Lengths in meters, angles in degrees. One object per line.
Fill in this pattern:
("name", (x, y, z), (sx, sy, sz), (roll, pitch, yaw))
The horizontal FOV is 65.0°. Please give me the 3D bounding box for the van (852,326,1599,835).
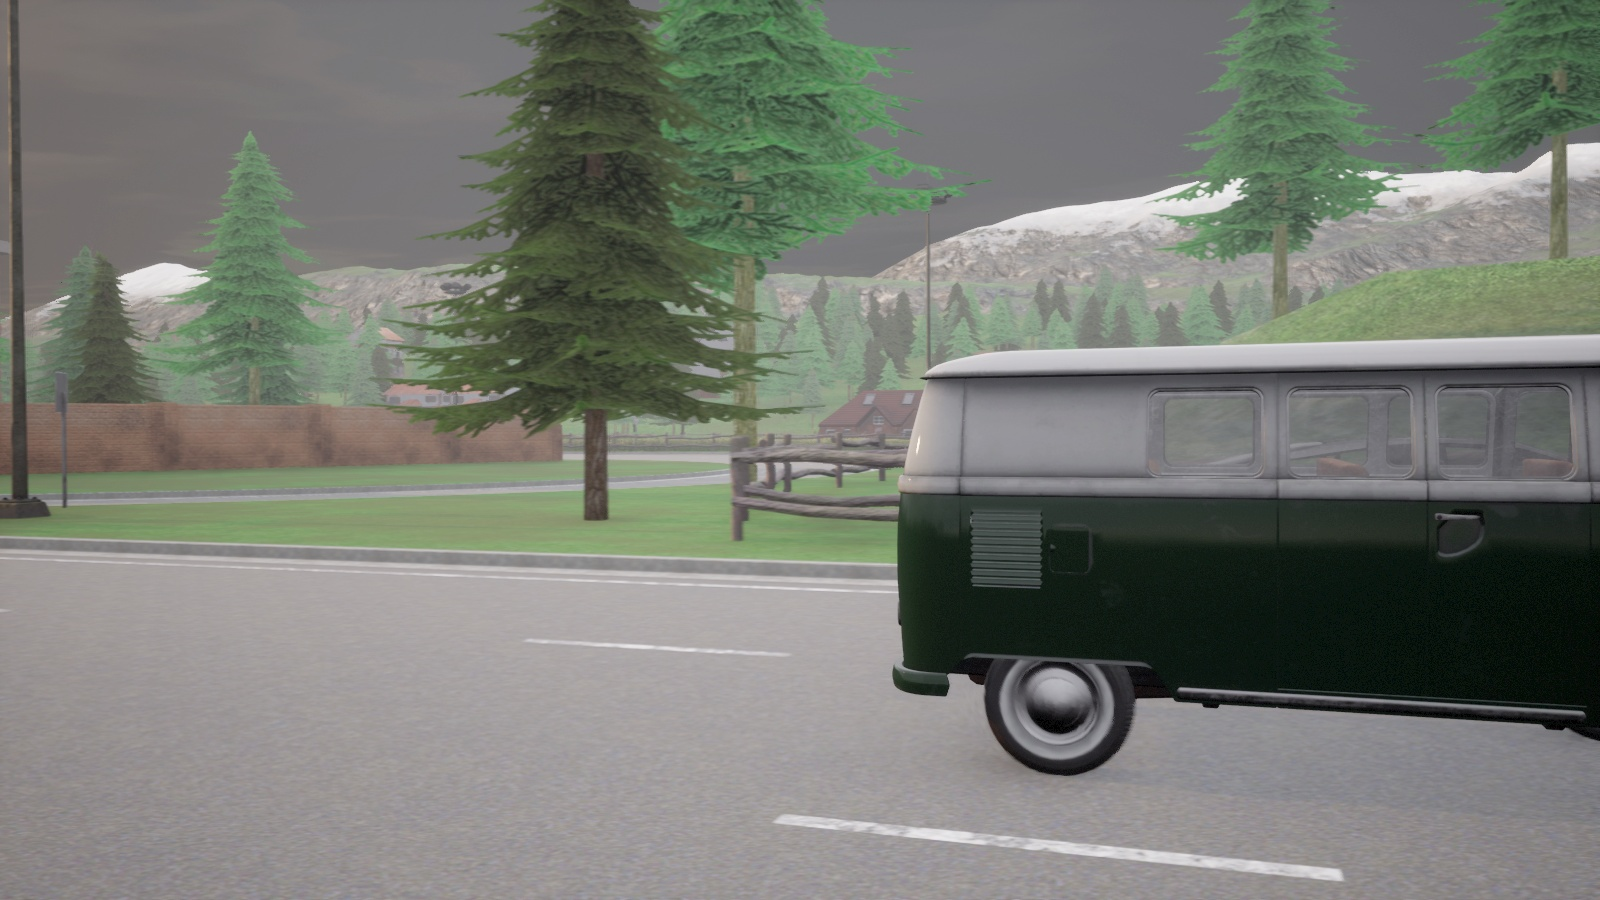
("van", (2.636, 0.493, 5.995), (4.442, 1.987, 1.775), (1, 1, 19))
